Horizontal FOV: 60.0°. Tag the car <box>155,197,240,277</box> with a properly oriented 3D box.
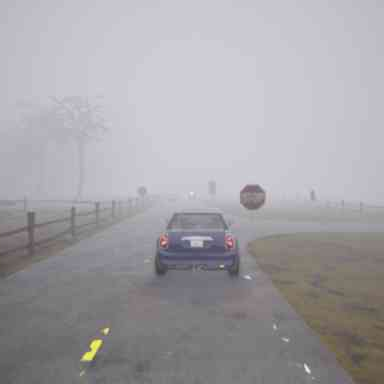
[{"bbox_3d":[0.223,1.208,9.992,2.097,1.767,4.553,0,1,3],"label":"car"}]

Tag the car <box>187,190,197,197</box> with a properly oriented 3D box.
[{"bbox_3d":[0.044,0.754,66.732,2.033,1.411,5.357,0,1,0],"label":"car"}]

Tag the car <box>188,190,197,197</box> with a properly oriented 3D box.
[{"bbox_3d":[0.050,0.329,77.335,2.097,1.767,4.553,0,0,0],"label":"car"}]

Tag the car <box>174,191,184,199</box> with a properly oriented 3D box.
[{"bbox_3d":[-2.705,0.631,69.318,1.837,1.490,4.892,0,1,0],"label":"car"}]

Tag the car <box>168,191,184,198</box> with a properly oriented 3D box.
[{"bbox_3d":[-2.787,0.888,52.914,2.033,1.411,5.357,0,1,0],"label":"car"}]
